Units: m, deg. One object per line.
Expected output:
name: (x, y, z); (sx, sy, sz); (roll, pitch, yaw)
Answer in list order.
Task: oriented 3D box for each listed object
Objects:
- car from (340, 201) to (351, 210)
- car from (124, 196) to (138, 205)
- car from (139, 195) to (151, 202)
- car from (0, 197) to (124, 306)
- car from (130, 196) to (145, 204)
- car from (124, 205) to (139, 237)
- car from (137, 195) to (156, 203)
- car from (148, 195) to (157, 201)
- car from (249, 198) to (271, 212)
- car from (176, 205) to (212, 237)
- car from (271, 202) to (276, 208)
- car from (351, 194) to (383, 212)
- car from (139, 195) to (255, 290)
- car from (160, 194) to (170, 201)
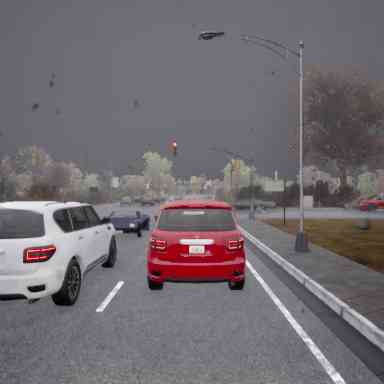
car: (20.443, 1.559, 40.719); (4.181, 1.385, 1.994); (0, 0, 3)
car: (-10.618, 1.505, 54.951); (1.837, 1.490, 4.892); (0, 0, 0)
car: (-10.543, 1.525, 74.922); (2.128, 1.511, 4.902); (0, 0, 0)
car: (-3.405, 1.221, 8.157); (2.150, 2.045, 5.566); (0, 0, 0)
car: (-10.576, 1.547, 64.694); (2.033, 1.411, 5.357); (0, 0, 1)
car: (-3.410, 1.601, 17.925); (1.895, 1.301, 4.718); (0, 0, 0)
car: (-7.113, 1.547, 54.557); (2.033, 1.411, 5.357); (0, 0, 0)
car: (-10.543, 1.584, 88.332); (1.895, 1.301, 4.718); (0, 0, 0)
car: (5.929, 1.506, 37.543); (4.892, 1.490, 1.837); (0, 0, -3)
car: (0.090, 1.526, 18.911); (1.812, 1.442, 4.674); (0, 0, 0)
car: (7.662, 1.547, 41.415); (5.357, 1.411, 2.033); (0, 0, 3)
car: (21.361, 1.214, 37.160); (5.566, 2.045, 2.150); (0, 0, 3)
car: (0.092, 1.221, 9.217); (2.150, 2.045, 5.566); (0, 0, 0)
car: (-7.044, 1.348, 87.134); (2.097, 1.767, 4.553); (0, 0, 0)
